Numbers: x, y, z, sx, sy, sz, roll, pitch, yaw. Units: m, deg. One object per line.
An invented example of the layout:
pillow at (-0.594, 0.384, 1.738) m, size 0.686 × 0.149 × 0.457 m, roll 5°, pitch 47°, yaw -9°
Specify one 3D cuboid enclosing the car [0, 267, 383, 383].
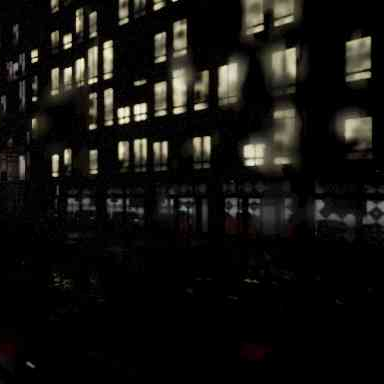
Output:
car at (-0.123, 1.441, 2.969) m, size 4.097 × 1.590 × 1.967 m, roll 0°, pitch 0°, yaw 36°
